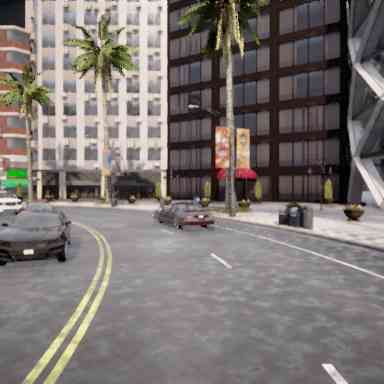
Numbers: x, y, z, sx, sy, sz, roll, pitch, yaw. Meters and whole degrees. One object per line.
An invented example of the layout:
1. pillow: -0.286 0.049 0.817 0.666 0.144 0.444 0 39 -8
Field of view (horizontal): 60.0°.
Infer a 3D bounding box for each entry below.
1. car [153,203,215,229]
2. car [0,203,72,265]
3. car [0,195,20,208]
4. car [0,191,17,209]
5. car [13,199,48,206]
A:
1. car: -0.634 1.333 19.822 2.033 1.411 5.357 0 1 -26
2. car: -5.267 1.353 11.538 1.882 1.535 5.008 0 1 -18
3. car: -23.417 1.094 40.530 4.674 1.442 1.812 0 0 24
4. car: -16.602 0.918 28.420 5.566 2.045 2.150 0 1 39
5. car: -9.575 1.304 20.640 1.812 1.442 4.674 0 1 -35
